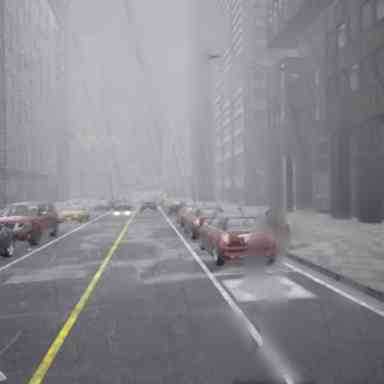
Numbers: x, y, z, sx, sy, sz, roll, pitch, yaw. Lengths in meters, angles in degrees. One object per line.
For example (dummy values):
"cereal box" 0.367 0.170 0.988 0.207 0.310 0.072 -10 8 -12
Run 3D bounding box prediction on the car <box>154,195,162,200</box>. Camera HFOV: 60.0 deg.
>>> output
"car" -9.487 1.575 92.176 1.947 1.339 4.313 -1 0 -8

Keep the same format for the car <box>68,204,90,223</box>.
"car" -9.206 1.616 26.357 1.752 1.417 4.829 -1 0 -8

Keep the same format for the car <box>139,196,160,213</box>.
"car" -4.924 1.510 37.971 1.837 1.490 4.892 -1 0 -6

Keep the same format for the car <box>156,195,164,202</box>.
"car" -7.334 1.521 76.215 1.752 1.417 4.829 -1 0 -8

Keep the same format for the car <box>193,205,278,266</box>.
"car" 1.394 1.396 11.531 1.967 1.590 4.097 -1 0 -8

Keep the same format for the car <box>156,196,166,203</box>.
"car" -6.585 1.540 70.670 2.008 1.369 4.403 -1 0 -8

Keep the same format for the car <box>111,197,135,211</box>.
"car" -8.371 1.618 40.845 1.994 1.385 4.181 -1 0 -8

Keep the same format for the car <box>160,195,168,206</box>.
"car" -2.981 1.491 43.957 1.752 1.417 4.829 -1 0 -8

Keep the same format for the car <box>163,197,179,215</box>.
"car" -1.506 1.505 33.036 1.887 1.381 4.507 -1 0 -8

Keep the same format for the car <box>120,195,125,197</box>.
"car" -13.588 1.426 58.789 2.192 1.841 5.009 -1 0 -8

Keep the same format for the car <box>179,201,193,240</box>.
"car" 0.669 1.396 16.907 1.967 1.590 4.097 -1 0 -8

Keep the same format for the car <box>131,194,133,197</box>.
"car" -17.937 1.724 91.054 1.802 1.307 4.206 -1 0 -8

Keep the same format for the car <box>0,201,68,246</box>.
"car" -7.782 1.404 15.771 2.192 1.841 5.009 -1 0 -8

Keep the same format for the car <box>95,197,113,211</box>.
"car" -11.406 1.680 42.658 1.802 1.307 4.206 -1 0 -8

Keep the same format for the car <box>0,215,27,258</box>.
"car" -7.051 1.655 10.394 1.947 1.339 4.313 -1 0 -8

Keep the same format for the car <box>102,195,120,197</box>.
"car" -12.136 1.417 48.034 2.192 1.841 5.009 -1 0 -8

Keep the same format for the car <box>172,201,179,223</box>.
"car" -0.054 1.539 22.284 1.802 1.307 4.206 -1 0 -8

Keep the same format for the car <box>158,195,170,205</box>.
"car" -5.136 1.418 59.918 1.967 1.590 4.097 -1 0 -8

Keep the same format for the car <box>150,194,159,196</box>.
"car" -6.306 1.504 47.998 2.128 1.511 4.902 -1 0 -7

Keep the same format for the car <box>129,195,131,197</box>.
"car" -16.488 1.573 80.299 1.967 1.590 4.097 -1 0 -8

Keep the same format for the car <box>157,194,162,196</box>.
"car" -4.411 1.414 54.541 1.967 1.590 4.097 -1 0 -8

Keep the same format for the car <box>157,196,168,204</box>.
"car" -5.861 1.528 65.294 1.887 1.381 4.507 -1 0 -8
